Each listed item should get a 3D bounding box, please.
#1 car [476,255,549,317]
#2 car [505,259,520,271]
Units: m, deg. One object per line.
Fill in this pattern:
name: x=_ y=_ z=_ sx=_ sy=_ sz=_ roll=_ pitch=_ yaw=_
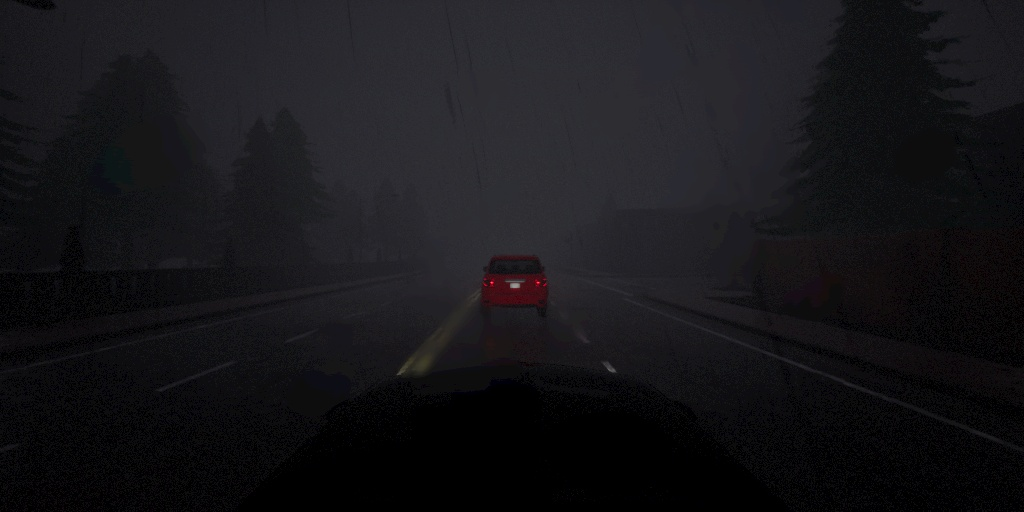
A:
car: x=0.090 y=0.971 z=13.331 sx=2.150 sy=2.045 sz=5.566 roll=0 pitch=0 yaw=0
car: x=0.058 y=1.240 z=51.172 sx=2.128 sy=1.511 sz=4.902 roll=0 pitch=0 yaw=0
